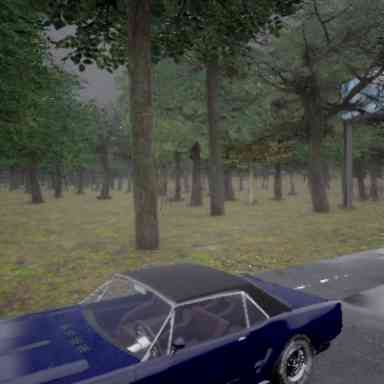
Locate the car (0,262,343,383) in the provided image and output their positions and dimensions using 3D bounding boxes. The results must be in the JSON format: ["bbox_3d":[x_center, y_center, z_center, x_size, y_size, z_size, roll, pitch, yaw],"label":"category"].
[{"bbox_3d":[-0.451,1.601,3.670,4.718,1.301,1.895,0,0,-35],"label":"car"}]
